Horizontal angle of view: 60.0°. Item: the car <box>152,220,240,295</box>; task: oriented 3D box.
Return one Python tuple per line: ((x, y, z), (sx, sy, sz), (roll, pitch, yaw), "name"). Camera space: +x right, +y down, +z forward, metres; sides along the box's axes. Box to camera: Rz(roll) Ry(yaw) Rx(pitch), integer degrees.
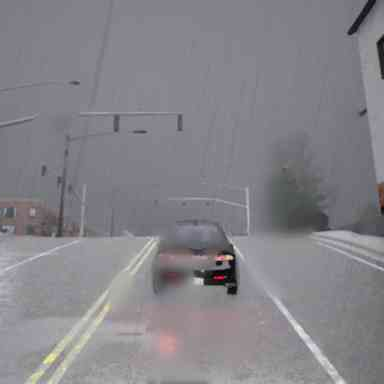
((0.091, 1.491, 8.751), (2.128, 1.511, 4.902), (1, 0, 0), "car")
